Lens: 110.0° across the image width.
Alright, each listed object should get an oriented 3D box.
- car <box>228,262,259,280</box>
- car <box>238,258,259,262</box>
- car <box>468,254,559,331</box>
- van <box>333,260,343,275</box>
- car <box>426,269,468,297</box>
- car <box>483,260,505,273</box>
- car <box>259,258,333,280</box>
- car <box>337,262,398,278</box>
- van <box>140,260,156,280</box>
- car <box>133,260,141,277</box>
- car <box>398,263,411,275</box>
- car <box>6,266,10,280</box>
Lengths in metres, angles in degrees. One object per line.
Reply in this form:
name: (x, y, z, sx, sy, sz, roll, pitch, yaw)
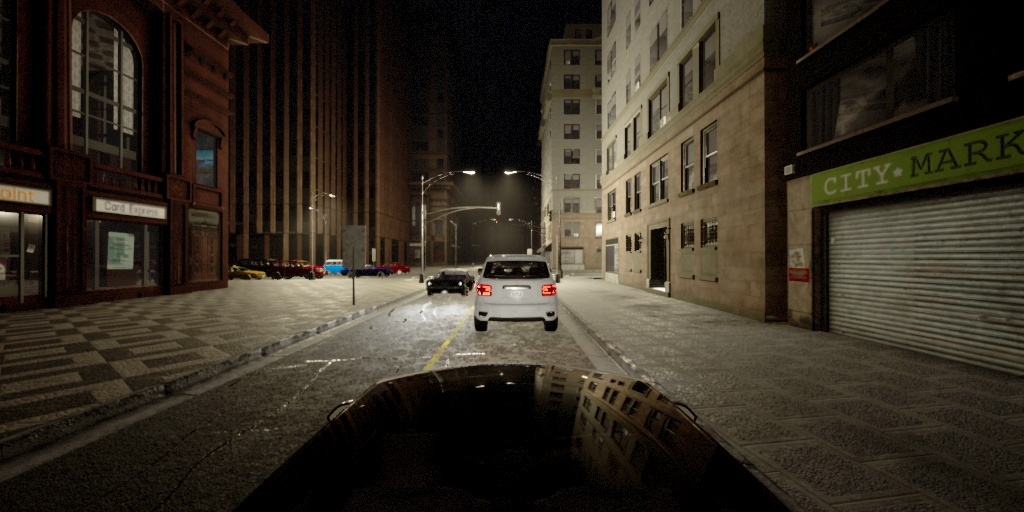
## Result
car: (-25.089, 1.547, 32.764, 4.829, 1.417, 1.751, 0, 0, 0)
car: (-24.123, 1.241, 35.325, 5.566, 2.045, 2.150, -1, 0, -1)
car: (0.096, 0.972, 11.067, 2.150, 2.045, 5.566, 0, 0, 0)
van: (-19.616, 1.334, 41.272, 3.998, 1.789, 1.690, 0, 0, 0)
car: (-3.106, 1.353, 18.740, 1.895, 1.301, 4.718, 0, 0, 0)
car: (-2.365, 1.245, 45.590, 2.128, 1.511, 4.902, 0, 0, -11)
car: (-19.634, 1.268, 32.746, 5.009, 1.841, 2.192, 0, 0, 0)
car: (-14.159, 1.501, 35.300, 4.718, 1.301, 1.895, -1, 0, 0)
van: (-30.883, 1.430, 32.782, 3.998, 1.789, 1.690, 0, 0, 0)
car: (-35.313, 1.377, 35.379, 5.566, 2.045, 2.150, -1, 0, 0)
car: (-13.992, 1.471, 41.254, 4.507, 1.381, 1.888, 0, 0, 0)
car: (-47.755, 1.844, 32.836, 4.403, 1.370, 2.007, 0, 0, 0)
